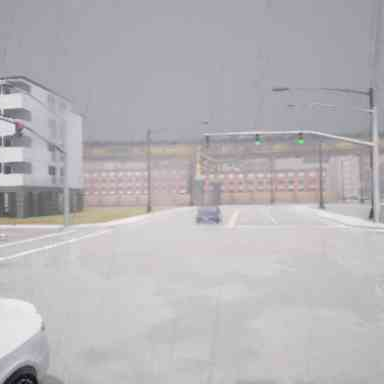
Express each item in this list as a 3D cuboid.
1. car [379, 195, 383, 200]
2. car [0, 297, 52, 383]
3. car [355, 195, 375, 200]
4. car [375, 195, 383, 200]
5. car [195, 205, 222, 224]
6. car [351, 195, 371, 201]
[{"bbox_3d":[46.624,1.475,82.054,2.038,1.542,4.974,-1,-1,40],"label":"car"},{"bbox_3d":[-2.647,1.598,1.829,1.812,1.442,4.674,-1,0,9],"label":"car"},{"bbox_3d":[43.950,1.386,84.726,1.853,1.218,4.536,-1,-1,-20],"label":"car"},{"bbox_3d":[46.655,1.317,82.095,1.853,1.218,4.536,-1,-1,40],"label":"car"},{"bbox_3d":[1.447,1.804,27.269,1.812,1.442,4.674,-1,0,9],"label":"car"},{"bbox_3d":[43.970,1.542,84.676,2.038,1.542,4.974,-1,-1,-20],"label":"car"}]
